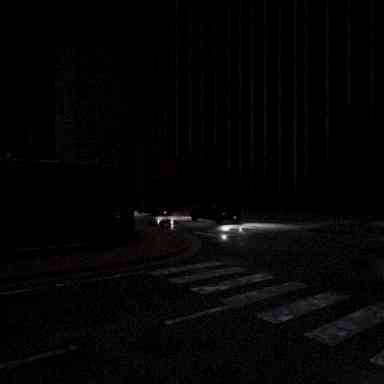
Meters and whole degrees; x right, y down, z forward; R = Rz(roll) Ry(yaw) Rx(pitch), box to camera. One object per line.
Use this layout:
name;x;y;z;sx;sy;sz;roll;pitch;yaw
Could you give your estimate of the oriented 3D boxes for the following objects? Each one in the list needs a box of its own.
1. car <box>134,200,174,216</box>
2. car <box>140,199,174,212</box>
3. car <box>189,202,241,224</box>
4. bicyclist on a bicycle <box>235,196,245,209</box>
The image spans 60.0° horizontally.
car;-3.711;1.547;32.050;1.895;1.301;4.718;0;0;-36
car;-4.154;1.547;39.035;1.895;1.301;4.718;0;0;-36
car;1.584;1.472;24.650;1.812;1.442;4.674;0;0;-36
bicyclist on a bicycle;5.715;1.248;39.469;1.656;1.620;0.582;0;0;-36
